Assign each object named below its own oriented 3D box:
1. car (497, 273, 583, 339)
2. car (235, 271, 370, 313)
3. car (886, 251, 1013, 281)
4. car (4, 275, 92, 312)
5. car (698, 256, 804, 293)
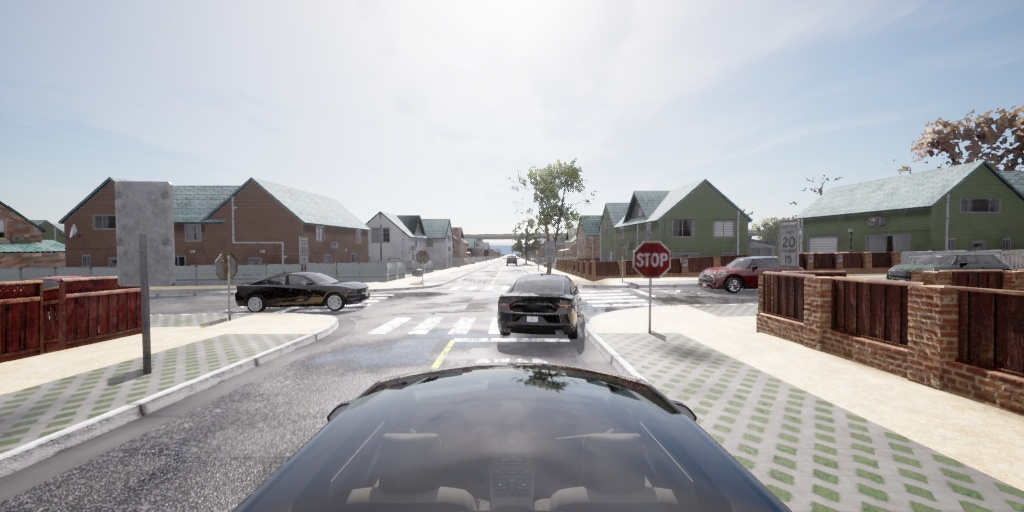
[{"bbox_3d":[0.955,1.224,10.207,1.882,1.535,5.008,0,0,12],"label":"car"},{"bbox_3d":[-8.473,1.376,14.730,5.008,1.535,1.882,-1,2,0],"label":"car"},{"bbox_3d":[21.696,0.646,17.895,4.553,1.767,2.097,-1,2,0],"label":"car"},{"bbox_3d":[-18.026,1.546,14.664,5.008,1.535,1.882,-1,2,0],"label":"car"},{"bbox_3d":[11.801,0.820,17.820,4.553,1.767,2.097,-1,2,0],"label":"car"}]
